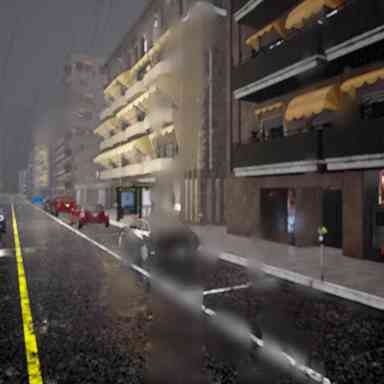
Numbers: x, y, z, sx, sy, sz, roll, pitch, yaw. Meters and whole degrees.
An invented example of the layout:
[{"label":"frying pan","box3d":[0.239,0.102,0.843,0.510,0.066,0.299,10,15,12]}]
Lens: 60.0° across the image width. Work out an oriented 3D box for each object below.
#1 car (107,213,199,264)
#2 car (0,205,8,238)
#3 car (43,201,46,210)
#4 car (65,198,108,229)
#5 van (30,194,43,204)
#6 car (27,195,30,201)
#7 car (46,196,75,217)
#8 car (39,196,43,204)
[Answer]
[{"label":"car","box3d":[-1.339,1.535,11.752,2.008,1.369,4.403,0,0,-29]},{"label":"car","box3d":[-11.573,1.337,18.639,2.097,1.767,4.553,0,0,-28]},{"label":"car","box3d":[-14.869,1.549,36.543,1.802,1.307,4.206,0,0,-29]},{"label":"car","box3d":[-6.751,1.417,21.668,1.967,1.590,4.097,0,0,-29]},{"label":"van","box3d":[-28.399,1.302,61.334,1.690,1.788,3.998,0,0,-29]},{"label":"car","box3d":[-31.104,1.527,66.293,1.947,1.339,4.313,0,0,-29]},{"label":"car","box3d":[-12.163,1.285,31.585,2.192,1.841,5.009,0,0,-29]},{"label":"car","box3d":[-17.575,1.545,41.502,1.802,1.307,4.206,0,0,-29]}]
